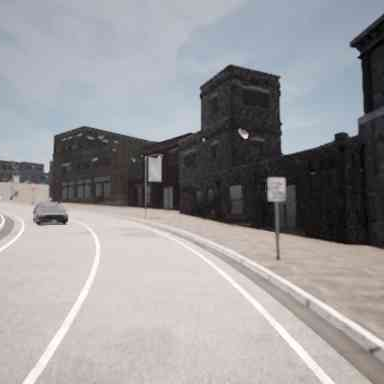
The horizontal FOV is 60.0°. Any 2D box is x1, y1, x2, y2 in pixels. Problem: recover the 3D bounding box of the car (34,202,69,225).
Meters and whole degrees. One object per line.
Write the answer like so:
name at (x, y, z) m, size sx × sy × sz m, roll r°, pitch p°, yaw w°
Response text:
car at (-9.702, 1.383, 22.718) m, size 2.033 × 1.411 × 5.357 m, roll 2°, pitch 0°, yaw -29°
